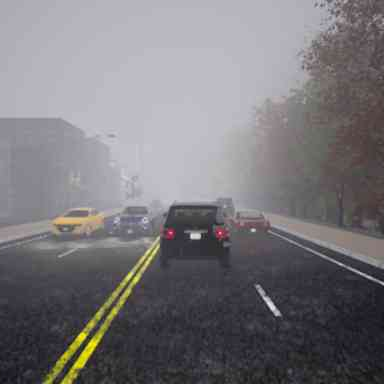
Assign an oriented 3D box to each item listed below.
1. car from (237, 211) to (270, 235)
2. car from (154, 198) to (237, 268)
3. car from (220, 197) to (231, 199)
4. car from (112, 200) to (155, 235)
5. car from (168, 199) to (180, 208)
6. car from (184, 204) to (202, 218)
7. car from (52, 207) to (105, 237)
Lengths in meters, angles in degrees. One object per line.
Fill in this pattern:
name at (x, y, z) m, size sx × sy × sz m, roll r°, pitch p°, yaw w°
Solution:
car at (3.352, 1.821, 20.359) m, size 1.895 × 1.301 × 4.718 m, roll 0°, pitch -1°, yaw 0°
car at (0.098, 1.350, 11.928) m, size 2.150 × 2.045 × 5.566 m, roll 0°, pitch -1°, yaw 0°
car at (3.355, 1.615, 36.618) m, size 2.150 × 2.045 × 5.566 m, roll 0°, pitch -1°, yaw 0°
car at (-3.347, 1.568, 20.165) m, size 2.097 × 1.767 × 4.553 m, roll 0°, pitch -1°, yaw 0°
car at (-3.275, 2.140, 61.998) m, size 1.882 × 1.535 × 5.008 m, roll 0°, pitch -1°, yaw 1°
car at (0.105, 1.988, 36.083) m, size 1.895 × 1.301 × 4.718 m, roll 0°, pitch -1°, yaw 0°
car at (-6.598, 1.690, 19.845) m, size 1.882 × 1.535 × 5.008 m, roll 0°, pitch -1°, yaw 0°
